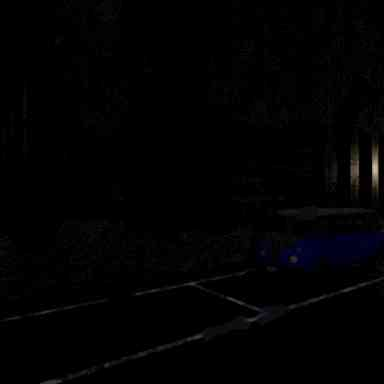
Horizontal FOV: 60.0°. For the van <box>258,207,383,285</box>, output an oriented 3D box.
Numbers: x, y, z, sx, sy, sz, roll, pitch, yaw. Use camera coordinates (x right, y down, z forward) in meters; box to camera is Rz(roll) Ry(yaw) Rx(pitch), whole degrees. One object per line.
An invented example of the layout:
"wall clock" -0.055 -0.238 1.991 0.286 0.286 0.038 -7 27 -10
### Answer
"van" 3.630 1.340 9.240 3.998 1.788 1.690 0 0 -35
